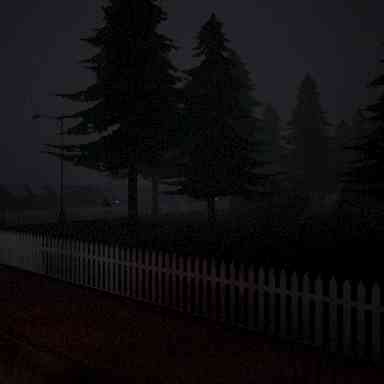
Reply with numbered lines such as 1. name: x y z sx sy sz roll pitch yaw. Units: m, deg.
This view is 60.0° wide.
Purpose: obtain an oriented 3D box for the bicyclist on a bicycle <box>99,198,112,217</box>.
1. bicyclist on a bicycle: -7.203 1.302 27.872 1.656 1.620 0.582 0 0 34

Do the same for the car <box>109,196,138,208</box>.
1. car: -10.197 1.352 49.198 2.097 1.767 4.553 0 0 34

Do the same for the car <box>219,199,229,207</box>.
1. car: 4.280 1.221 51.484 2.150 2.045 5.566 0 0 34
